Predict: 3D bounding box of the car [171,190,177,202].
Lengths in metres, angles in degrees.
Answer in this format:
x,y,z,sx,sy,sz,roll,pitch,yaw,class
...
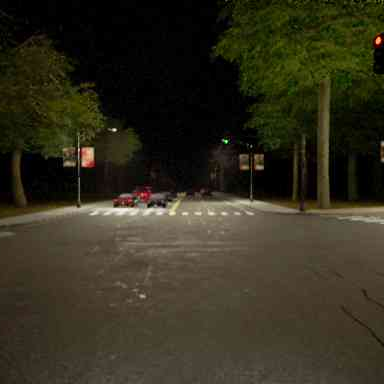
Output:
x,y,z,sx,sy,sz,roll,pitch,yaw,class
-3.525,0.656,44.505,2.033,1.411,5.357,0,1,0,car

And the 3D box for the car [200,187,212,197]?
x,y,z,sx,sy,sz,roll,pitch,yaw,class
2.920,0.279,64.316,2.033,1.411,5.357,0,1,0,car

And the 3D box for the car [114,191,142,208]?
x,y,z,sx,sy,sz,roll,pitch,yaw,class
-6.737,0.872,34.466,1.994,1.385,4.181,0,1,0,car

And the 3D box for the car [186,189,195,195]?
x,y,z,sx,sy,sz,roll,pitch,yaw,class
-0.384,-0.013,74.750,1.895,1.301,4.718,0,1,0,car

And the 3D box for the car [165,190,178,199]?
x,y,z,sx,sy,sz,roll,pitch,yaw,class
-3.566,0.382,58.795,2.033,1.411,5.357,0,1,0,car

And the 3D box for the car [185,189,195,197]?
x,y,z,sx,sy,sz,roll,pitch,yaw,class
-0.330,0.279,64.298,2.033,1.411,5.357,0,1,0,car

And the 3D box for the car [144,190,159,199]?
x,y,z,sx,sy,sz,roll,pitch,yaw,class
-6.822,0.365,56.012,1.882,1.535,5.008,0,1,0,car

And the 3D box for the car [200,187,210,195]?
x,y,z,sx,sy,sz,roll,pitch,yaw,class
2.866,-0.253,74.702,2.097,1.767,4.553,0,1,0,car

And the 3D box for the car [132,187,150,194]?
x,y,z,sx,sy,sz,roll,pitch,yaw,class
-6.775,0.318,45.185,2.150,2.045,5.566,0,1,0,car

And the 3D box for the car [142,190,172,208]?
x,y,z,sx,sy,sz,roll,pitch,yaw,class
-3.489,0.856,34.429,2.033,1.411,5.357,0,1,0,car
